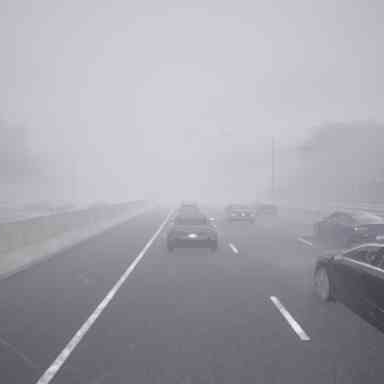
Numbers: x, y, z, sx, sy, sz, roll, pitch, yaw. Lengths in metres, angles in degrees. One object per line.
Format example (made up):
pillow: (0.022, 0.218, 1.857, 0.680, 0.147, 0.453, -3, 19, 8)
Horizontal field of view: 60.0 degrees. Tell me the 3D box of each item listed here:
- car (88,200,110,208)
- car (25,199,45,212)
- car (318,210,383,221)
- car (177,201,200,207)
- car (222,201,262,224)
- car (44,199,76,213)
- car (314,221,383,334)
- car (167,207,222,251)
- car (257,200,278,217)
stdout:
car: (-11.337, 1.668, 40.914, 1.994, 1.385, 4.181, 0, -1, -2)
car: (-18.313, 1.578, 40.097, 1.882, 1.535, 5.008, 0, -1, -2)
car: (6.987, 1.526, 14.688, 1.812, 1.442, 4.674, 0, 0, -1)
car: (-0.309, 1.506, 29.960, 2.128, 1.511, 4.902, 0, 0, -1)
car: (3.326, 1.551, 24.496, 2.033, 1.411, 5.357, 0, 0, -1)
car: (-14.746, 1.602, 38.080, 1.812, 1.442, 4.674, 0, -1, -2)
car: (3.571, 1.491, 5.313, 2.128, 1.511, 4.902, 0, 0, 0)
car: (-0.007, 1.566, 14.167, 1.994, 1.385, 4.181, 0, 0, -1)
car: (6.654, 1.496, 31.487, 1.882, 1.535, 5.008, 0, 0, -1)
